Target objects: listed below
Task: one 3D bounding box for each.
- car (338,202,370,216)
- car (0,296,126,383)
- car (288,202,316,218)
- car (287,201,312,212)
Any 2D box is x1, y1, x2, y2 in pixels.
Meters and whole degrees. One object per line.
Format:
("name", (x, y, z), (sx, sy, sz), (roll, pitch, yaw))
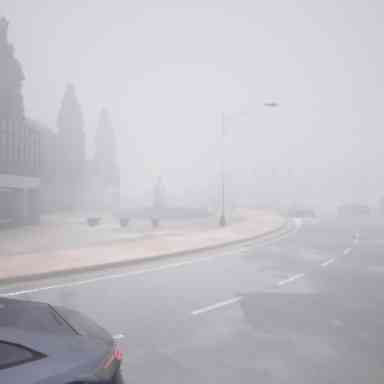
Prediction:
("car", (18.712, 1.909, 38.642), (2.128, 1.511, 4.902), (0, 0, -1))
("car", (-2.590, 1.567, 2.362), (4.181, 1.385, 1.994), (1, 0, -37))
("car", (11.384, 1.866, 34.768), (1.812, 1.442, 4.674), (0, 0, 2))
("car", (14.861, 2.015, 46.131), (1.994, 1.385, 4.181), (0, -1, -1))
